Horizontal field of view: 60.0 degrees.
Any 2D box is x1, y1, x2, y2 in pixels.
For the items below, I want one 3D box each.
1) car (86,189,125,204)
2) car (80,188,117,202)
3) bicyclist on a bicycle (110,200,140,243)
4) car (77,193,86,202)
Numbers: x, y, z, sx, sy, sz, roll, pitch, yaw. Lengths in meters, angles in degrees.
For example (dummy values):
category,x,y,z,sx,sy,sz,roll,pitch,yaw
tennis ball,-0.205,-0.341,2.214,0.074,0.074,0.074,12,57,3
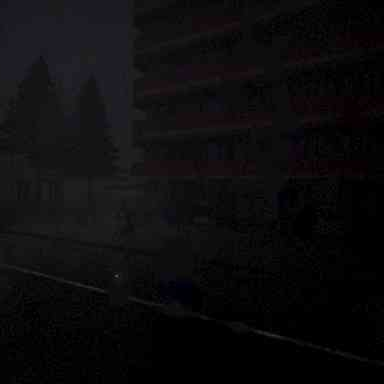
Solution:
category,x,y,z,sx,sy,sz,roll,pitch,yaw
car,-10.189,0.762,41.091,2.097,1.767,4.553,1,1,34
car,-14.776,0.461,52.869,2.150,2.045,5.566,1,0,37
bicyclist on a bicycle,-2.625,1.139,13.111,0.582,1.620,1.656,1,1,34
car,-14.113,0.896,47.910,1.895,1.301,4.718,1,1,35
